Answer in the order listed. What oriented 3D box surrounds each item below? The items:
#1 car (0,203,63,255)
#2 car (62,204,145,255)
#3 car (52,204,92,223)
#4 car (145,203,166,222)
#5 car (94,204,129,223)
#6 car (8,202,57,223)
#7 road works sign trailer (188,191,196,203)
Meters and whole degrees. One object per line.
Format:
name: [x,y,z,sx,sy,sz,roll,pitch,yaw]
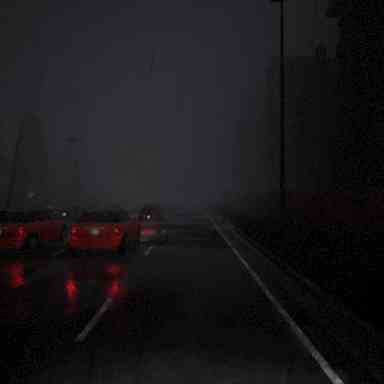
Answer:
car: [-7.002,1.482,14.153,2.097,1.767,4.553,0,-1,0]
car: [-3.502,1.482,14.153,2.097,1.767,4.553,0,-1,0]
car: [-10.505,1.838,29.376,1.994,1.385,4.181,0,0,0]
car: [-3.506,1.781,29.371,1.837,1.490,4.892,0,0,0]
car: [-7.005,1.838,29.377,1.994,1.385,4.181,0,0,0]
car: [-14.004,1.753,29.539,1.882,1.535,5.008,0,0,0]
road works sign trailer: [-0.032,1.330,93.394,2.380,3.560,2.880,0,-1,0]
